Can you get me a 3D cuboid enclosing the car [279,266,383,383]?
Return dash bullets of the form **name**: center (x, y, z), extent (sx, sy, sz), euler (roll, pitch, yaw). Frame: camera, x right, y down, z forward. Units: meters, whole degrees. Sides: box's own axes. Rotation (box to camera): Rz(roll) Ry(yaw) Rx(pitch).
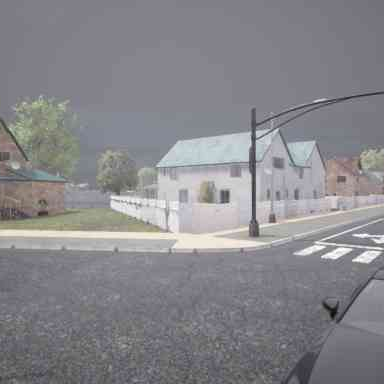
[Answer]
- **car**: center (2.504, 1.524, 3.356), extent (1.812, 1.442, 4.674), euler (0, 0, 41)
